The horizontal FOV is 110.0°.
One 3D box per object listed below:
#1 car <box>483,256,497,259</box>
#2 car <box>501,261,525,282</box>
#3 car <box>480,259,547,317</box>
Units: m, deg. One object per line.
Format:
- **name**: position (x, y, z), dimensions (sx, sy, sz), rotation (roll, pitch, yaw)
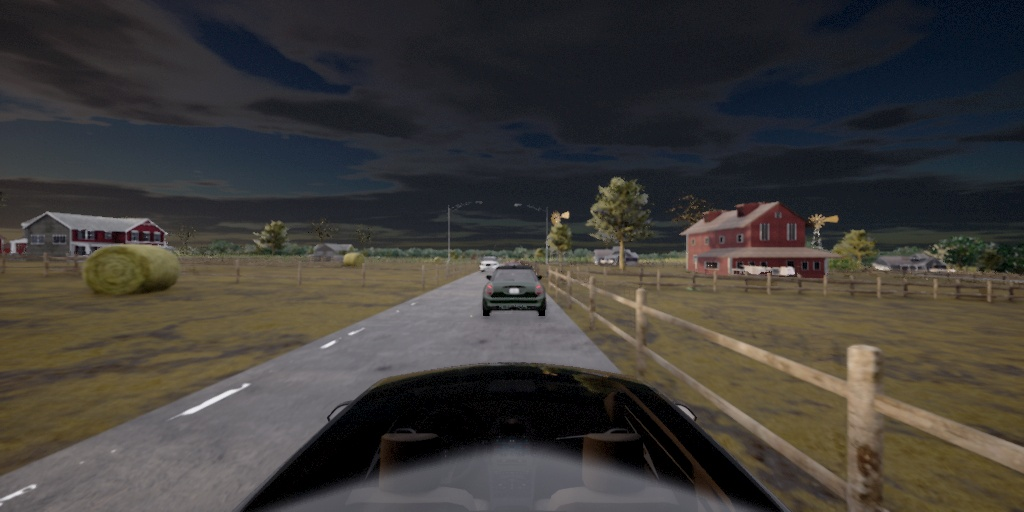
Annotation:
- **car**: position (-2.853, 1.047, 45.869), dimensions (2.150, 2.045, 5.566), rotation (0, -1, 0)
- **car**: position (0.075, 1.256, 30.563), dimensions (1.882, 1.535, 5.008), rotation (0, 0, 0)
- **car**: position (0.077, 1.107, 13.367), dimensions (2.097, 1.767, 4.553), rotation (0, 0, 0)
